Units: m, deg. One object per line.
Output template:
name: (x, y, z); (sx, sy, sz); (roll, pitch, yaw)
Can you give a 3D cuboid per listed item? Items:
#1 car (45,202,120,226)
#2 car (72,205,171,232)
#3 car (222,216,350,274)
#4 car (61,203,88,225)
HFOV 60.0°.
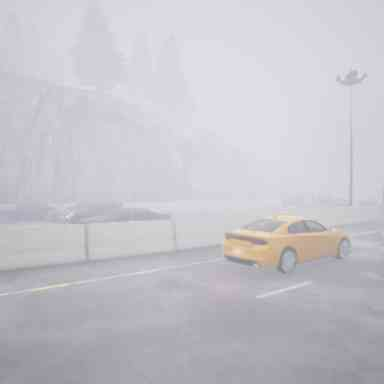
car: (-7.986, 1.560, 24.443); (4.892, 1.490, 1.837); (0, 0, -39)
car: (-3.650, 1.589, 18.922); (5.357, 1.411, 2.033); (0, 0, -39)
car: (3.203, 1.500, 10.747); (5.008, 1.535, 1.882); (0, 0, -38)
car: (-6.226, 1.400, 21.388); (4.553, 1.767, 2.097); (0, 0, -39)
